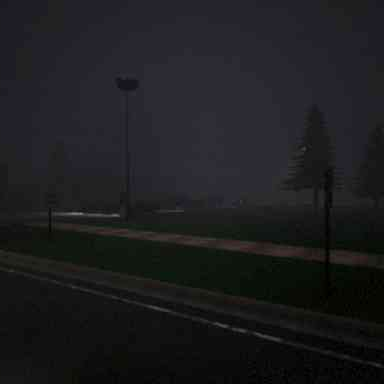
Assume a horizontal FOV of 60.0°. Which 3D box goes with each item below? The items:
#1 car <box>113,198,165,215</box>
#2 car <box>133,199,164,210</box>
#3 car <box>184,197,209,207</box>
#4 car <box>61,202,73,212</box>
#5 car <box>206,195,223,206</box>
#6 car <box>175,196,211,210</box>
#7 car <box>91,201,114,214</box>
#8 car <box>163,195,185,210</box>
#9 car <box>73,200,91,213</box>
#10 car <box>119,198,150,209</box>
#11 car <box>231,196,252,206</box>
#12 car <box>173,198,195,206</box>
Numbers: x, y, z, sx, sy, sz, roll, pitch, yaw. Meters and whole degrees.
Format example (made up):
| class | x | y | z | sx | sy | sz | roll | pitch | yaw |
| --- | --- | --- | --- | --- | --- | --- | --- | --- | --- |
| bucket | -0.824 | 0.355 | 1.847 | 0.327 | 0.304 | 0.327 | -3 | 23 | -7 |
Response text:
| class | x | y | z | sx | sy | sz | roll | pitch | yaw |
| --- | --- | --- | --- | --- | --- | --- | --- | --- | --- |
| car | -5.898 | 1.753 | 37.715 | 2.033 | 1.411 | 5.357 | -1 | 0 | 35 |
| car | -6.353 | 1.786 | 49.280 | 1.812 | 1.442 | 4.674 | -1 | 0 | 35 |
| car | 0.838 | 1.739 | 59.572 | 1.882 | 1.535 | 5.008 | -1 | 0 | 35 |
| car | -14.653 | 1.765 | 43.515 | 1.882 | 1.535 | 5.008 | -1 | 0 | 35 |
| car | 3.270 | 1.456 | 56.956 | 2.150 | 2.045 | 5.566 | -1 | 0 | 36 |
| car | 0.201 | 1.712 | 46.454 | 1.837 | 1.490 | 4.892 | -1 | 0 | 35 |
| car | -8.839 | 1.780 | 39.617 | 2.033 | 1.411 | 5.357 | -1 | 0 | 35 |
| car | -2.876 | 1.455 | 48.163 | 2.150 | 2.045 | 5.566 | -1 | 0 | 35 |
| car | -12.000 | 1.824 | 41.201 | 1.994 | 1.385 | 4.181 | -1 | 0 | 35 |
| car | -8.927 | 1.793 | 51.720 | 1.837 | 1.490 | 4.892 | -1 | 0 | 35 |
| car | 8.748 | 1.558 | 58.641 | 2.097 | 1.767 | 4.553 | -1 | 0 | 35 |
| car | -1.543 | 1.852 | 62.243 | 1.994 | 1.385 | 4.181 | -1 | 0 | 35 |
